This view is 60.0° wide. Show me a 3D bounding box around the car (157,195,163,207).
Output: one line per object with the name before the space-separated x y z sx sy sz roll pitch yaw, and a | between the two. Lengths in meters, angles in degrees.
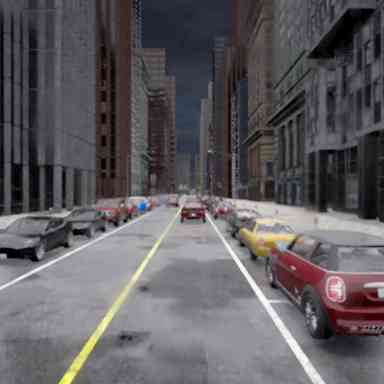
car | -5.786 1.545 51.706 1.967 1.590 4.097 0 0 0

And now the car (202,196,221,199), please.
car | 2.743 1.397 40.446 2.192 1.841 5.009 0 0 0

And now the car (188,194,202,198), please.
car | 0.081 1.446 45.832 2.097 1.767 4.553 0 0 0

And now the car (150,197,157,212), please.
car | -5.782 1.522 40.433 1.967 1.590 4.097 0 0 0

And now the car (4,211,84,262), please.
car | -5.769 1.590 12.249 1.947 1.339 4.313 0 0 0

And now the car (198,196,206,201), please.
car | 2.722 1.778 91.171 1.802 1.307 4.206 0 0 0

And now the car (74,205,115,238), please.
car | -5.772 1.602 17.885 1.947 1.339 4.313 0 0 0

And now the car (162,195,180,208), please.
car | -3.035 1.582 51.256 1.882 1.535 5.008 0 0 0

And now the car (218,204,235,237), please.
car | 2.753 1.587 17.900 2.008 1.369 4.403 0 0 0

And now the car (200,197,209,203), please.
car | 2.729 1.720 74.262 1.947 1.339 4.313 0 0 0

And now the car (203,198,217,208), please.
car | 2.739 1.671 51.718 1.947 1.339 4.313 0 0 0

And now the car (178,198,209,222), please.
car | 0.089 1.532 26.808 1.882 1.535 5.008 0 0 0

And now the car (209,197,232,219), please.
car | 2.748 1.499 29.172 1.967 1.590 4.097 0 0 0

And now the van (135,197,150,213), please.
van | -5.780 1.411 34.796 1.690 1.788 3.998 0 0 0

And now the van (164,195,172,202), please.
van | -5.799 1.509 79.889 1.690 1.788 3.998 0 0 0

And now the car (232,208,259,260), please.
car | 2.755 1.551 12.434 1.752 1.417 4.829 0 0 0

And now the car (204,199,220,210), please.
car | 2.741 1.638 46.082 1.887 1.381 4.507 0 0 0

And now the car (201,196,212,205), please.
car | 2.734 1.569 62.990 1.967 1.590 4.097 0 0 0

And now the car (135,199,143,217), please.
car | -5.777 1.603 29.159 1.887 1.381 4.507 0 0 0

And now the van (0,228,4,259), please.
van | -5.768 1.354 6.612 1.690 1.788 3.998 0 0 0

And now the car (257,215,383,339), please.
car | 2.758 1.454 6.627 1.967 1.590 4.097 0 0 0

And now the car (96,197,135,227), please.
car | -5.775 1.362 23.522 2.192 1.841 5.009 0 0 0
